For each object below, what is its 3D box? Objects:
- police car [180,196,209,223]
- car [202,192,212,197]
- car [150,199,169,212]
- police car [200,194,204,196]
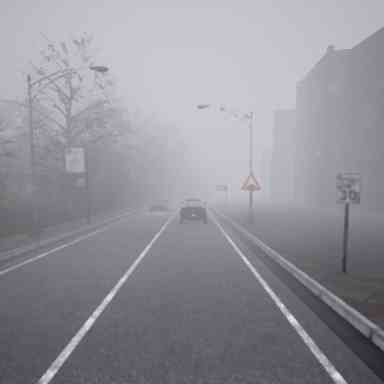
[{"bbox_3d":[0.098,1.374,25.146,1.930,1.638,5.238,0,0,0],"label":"police car"},{"bbox_3d":[3.301,0.643,78.185,1.994,1.385,4.181,2,2,21],"label":"car"},{"bbox_3d":[-3.566,1.472,37.335,2.033,1.411,5.357,0,0,0],"label":"car"},{"bbox_3d":[0.226,1.423,42.927,2.038,1.542,4.974,0,0,2],"label":"police car"}]
